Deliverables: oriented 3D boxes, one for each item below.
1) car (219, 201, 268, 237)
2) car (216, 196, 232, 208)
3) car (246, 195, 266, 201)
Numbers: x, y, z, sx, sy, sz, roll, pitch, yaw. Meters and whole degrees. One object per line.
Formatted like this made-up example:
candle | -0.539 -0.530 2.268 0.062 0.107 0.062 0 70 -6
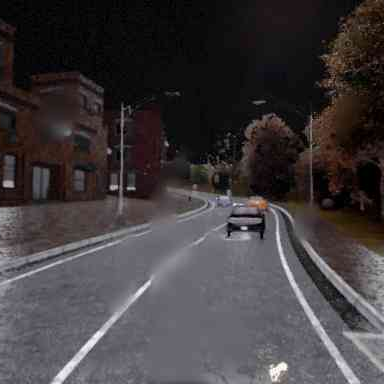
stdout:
car | 2.963 1.452 17.785 2.128 1.511 4.902 0 0 13
car | 4.176 1.237 42.584 1.812 1.442 4.674 0 1 6
car | 6.894 1.160 35.641 2.097 1.767 4.553 0 1 10
